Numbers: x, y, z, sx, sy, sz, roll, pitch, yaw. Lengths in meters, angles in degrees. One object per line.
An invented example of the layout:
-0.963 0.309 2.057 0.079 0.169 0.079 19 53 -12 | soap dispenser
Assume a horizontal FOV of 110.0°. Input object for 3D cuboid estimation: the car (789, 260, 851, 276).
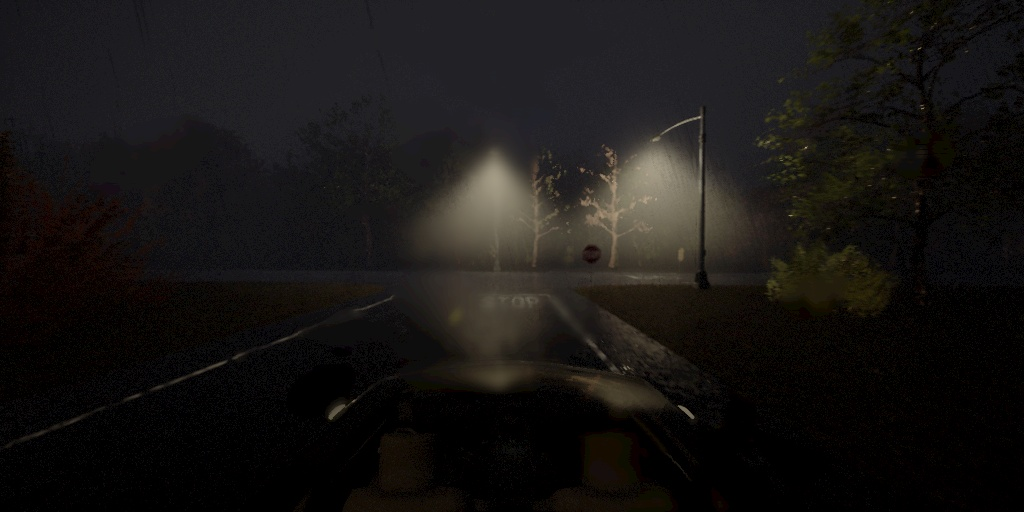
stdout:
28.291 1.127 33.064 4.892 1.490 1.837 -1 1 0 | car
